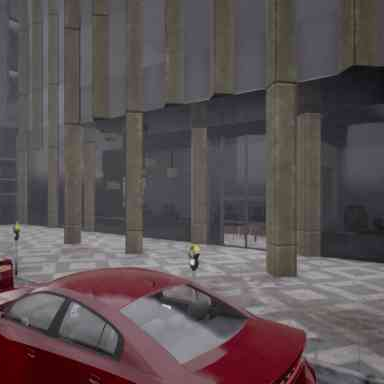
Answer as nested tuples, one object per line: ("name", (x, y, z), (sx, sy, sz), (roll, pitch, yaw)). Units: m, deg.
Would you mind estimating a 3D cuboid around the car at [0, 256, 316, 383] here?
("car", (-1.023, 1.545, 3.694), (4.507, 1.381, 1.887), (0, 0, 36))
